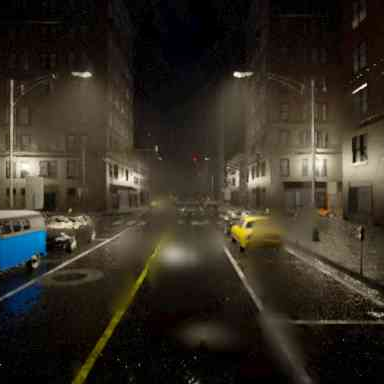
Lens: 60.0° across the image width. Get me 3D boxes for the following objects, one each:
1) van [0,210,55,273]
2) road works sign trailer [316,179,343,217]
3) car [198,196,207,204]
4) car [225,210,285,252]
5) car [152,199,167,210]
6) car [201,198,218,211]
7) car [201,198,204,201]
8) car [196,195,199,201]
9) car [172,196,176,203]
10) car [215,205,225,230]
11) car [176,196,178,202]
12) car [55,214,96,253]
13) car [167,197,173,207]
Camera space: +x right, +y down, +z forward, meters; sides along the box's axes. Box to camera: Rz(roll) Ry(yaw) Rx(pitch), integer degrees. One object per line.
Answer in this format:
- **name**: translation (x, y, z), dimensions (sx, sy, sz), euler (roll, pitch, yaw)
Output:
- **van**: translation (-5.380, 1.415, 8.762), dimensions (1.690, 1.788, 3.998), euler (0, 0, 0)
- **road works sign trailer**: translation (13.440, 0.643, 31.340), dimensions (2.880, 3.560, 2.380), euler (0, 0, 0)
- **car**: translation (2.737, 2.009, 69.164), dimensions (1.967, 1.590, 4.097), euler (0, 0, 0)
- **car**: translation (2.664, 1.645, 14.326), dimensions (1.752, 1.417, 4.829), euler (0, 0, 0)
- **car**: translation (-5.313, 1.955, 51.959), dimensions (1.752, 1.417, 4.829), euler (0, 0, 0)
- **car**: translation (2.704, 1.936, 46.437), dimensions (2.008, 1.369, 4.403), euler (0, 0, 0)
- **car**: translation (2.712, 2.013, 52.118), dimensions (1.802, 1.307, 4.206), euler (0, 0, 0)
- **car**: translation (2.753, 1.975, 80.528), dimensions (2.192, 1.841, 5.009), euler (0, 0, 0)
- **car**: translation (-5.280, 2.165, 74.853), dimensions (2.008, 1.369, 4.403), euler (0, 0, 0)
- **car**: translation (2.667, 1.714, 19.562), dimensions (2.008, 1.369, 4.403), euler (0, 0, 0)
- **car**: translation (-5.263, 2.145, 86.215), dimensions (1.967, 1.590, 4.097), euler (0, 0, 0)
- **car**: translation (-5.370, 1.669, 14.166), dimensions (2.008, 1.369, 4.403), euler (0, 0, 0)
- **car**: translation (-5.296, 2.089, 63.490), dimensions (1.947, 1.339, 4.313), euler (0, 0, 0)
